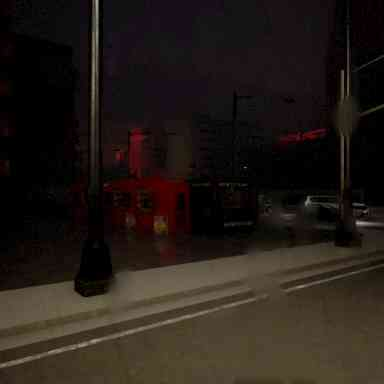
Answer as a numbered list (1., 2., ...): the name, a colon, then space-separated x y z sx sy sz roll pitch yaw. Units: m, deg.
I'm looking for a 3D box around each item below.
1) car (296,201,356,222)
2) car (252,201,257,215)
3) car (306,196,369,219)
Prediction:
1. car: 10.578 1.667 27.037 1.994 1.385 4.181 0 -1 -36
2. car: 5.396 1.685 34.197 1.882 1.535 5.008 0 -1 -36
3. car: 12.797 1.338 29.946 2.150 2.045 5.566 0 -1 -36
